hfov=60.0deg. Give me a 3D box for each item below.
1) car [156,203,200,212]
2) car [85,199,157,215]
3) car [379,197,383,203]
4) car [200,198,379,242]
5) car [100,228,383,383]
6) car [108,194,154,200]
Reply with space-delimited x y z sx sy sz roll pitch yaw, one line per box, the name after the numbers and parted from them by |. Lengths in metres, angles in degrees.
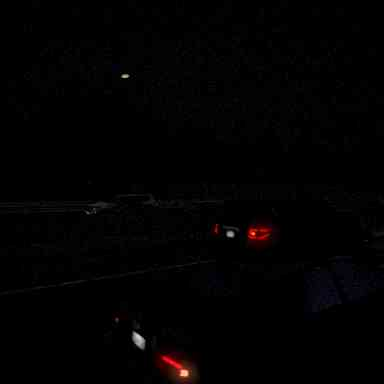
0.453 1.460 21.373 4.892 1.490 1.837 0 0 -35 | car
-4.308 1.468 22.325 4.892 1.490 1.837 0 0 -35 | car
28.394 1.481 48.492 5.357 1.411 2.033 0 0 -32 | car
3.200 1.193 10.253 5.566 2.045 2.150 0 0 -35 | car
1.510 1.533 4.794 5.357 1.411 2.033 0 0 -35 | car
-5.374 1.179 25.852 5.566 2.045 2.150 0 0 -35 | car
